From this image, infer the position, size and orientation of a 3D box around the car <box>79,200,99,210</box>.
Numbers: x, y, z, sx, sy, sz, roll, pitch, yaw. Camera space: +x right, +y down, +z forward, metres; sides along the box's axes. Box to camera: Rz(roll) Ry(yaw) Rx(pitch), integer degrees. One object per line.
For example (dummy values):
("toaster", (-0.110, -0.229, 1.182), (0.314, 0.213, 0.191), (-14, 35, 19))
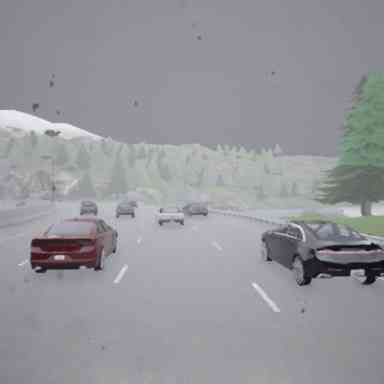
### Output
("car", (-12.143, 1.930, 39.372), (2.128, 1.511, 4.902), (0, -1, -16))

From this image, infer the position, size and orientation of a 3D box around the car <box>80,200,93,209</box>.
("car", (-18.337, 2.150, 57.673), (1.837, 1.490, 4.892), (0, -1, -23))

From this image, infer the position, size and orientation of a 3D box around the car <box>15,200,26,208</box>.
("car", (-34.604, 2.349, 67.335), (1.837, 1.490, 4.892), (0, -1, -27))

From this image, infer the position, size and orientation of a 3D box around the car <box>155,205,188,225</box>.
("car", (-1.850, 1.849, 26.189), (1.895, 1.301, 4.718), (0, -1, -11))

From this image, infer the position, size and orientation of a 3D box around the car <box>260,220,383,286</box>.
("car", (3.401, 1.555, 9.618), (2.128, 1.511, 4.902), (0, 0, -4))

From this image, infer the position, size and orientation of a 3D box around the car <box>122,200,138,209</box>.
("car", (-10.831, 2.097, 57.790), (1.837, 1.490, 4.892), (0, -1, -22))

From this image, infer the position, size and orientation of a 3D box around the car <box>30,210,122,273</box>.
("car", (-3.731, 1.606, 11.305), (1.882, 1.535, 5.008), (0, 0, -5))

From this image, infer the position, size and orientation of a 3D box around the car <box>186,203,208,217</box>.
("car", (0.172, 1.857, 34.747), (2.033, 1.411, 5.357), (0, -1, -14))

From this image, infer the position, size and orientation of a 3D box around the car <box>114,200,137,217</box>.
("car", (-7.266, 1.919, 35.688), (2.033, 1.411, 5.357), (0, -1, -15))
